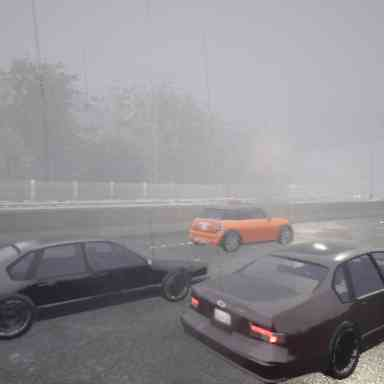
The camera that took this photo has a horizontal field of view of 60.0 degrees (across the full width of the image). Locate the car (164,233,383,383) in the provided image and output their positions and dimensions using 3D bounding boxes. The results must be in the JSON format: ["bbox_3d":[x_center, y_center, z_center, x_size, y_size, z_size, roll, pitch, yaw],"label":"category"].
[{"bbox_3d":[2.413,1.545,5.464,5.357,1.411,2.033,0,0,-35],"label":"car"}]

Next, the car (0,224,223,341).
[{"bbox_3d":[-2.157,1.547,6.505,5.357,1.411,2.033,0,0,-35],"label":"car"}]

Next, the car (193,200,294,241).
[{"bbox_3d":[2.193,1.349,13.904,4.553,1.767,2.097,0,0,-36],"label":"car"}]
